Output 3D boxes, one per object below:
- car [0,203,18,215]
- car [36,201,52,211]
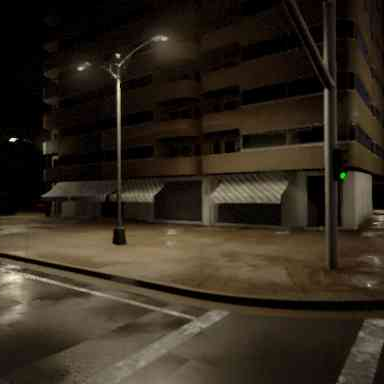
[{"bbox_3d":[-21.942,1.979,37.593,2.033,1.411,5.357,0,0,2],"label":"car"},{"bbox_3d":[-20.057,1.991,47.916,1.837,1.490,4.892,-1,0,20],"label":"car"}]
